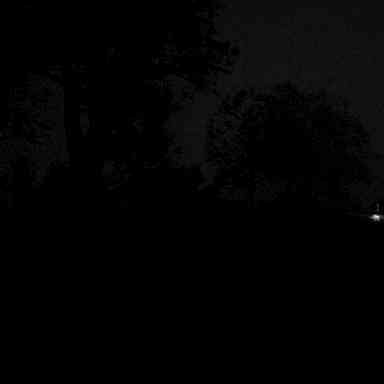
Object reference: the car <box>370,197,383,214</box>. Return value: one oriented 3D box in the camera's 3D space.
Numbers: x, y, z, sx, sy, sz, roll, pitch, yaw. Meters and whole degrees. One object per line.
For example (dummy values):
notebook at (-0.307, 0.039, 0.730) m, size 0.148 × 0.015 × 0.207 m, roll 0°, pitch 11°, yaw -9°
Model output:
car at (19.876, 1.362, 34.556) m, size 2.097 × 1.767 × 4.553 m, roll 0°, pitch 0°, yaw 22°
